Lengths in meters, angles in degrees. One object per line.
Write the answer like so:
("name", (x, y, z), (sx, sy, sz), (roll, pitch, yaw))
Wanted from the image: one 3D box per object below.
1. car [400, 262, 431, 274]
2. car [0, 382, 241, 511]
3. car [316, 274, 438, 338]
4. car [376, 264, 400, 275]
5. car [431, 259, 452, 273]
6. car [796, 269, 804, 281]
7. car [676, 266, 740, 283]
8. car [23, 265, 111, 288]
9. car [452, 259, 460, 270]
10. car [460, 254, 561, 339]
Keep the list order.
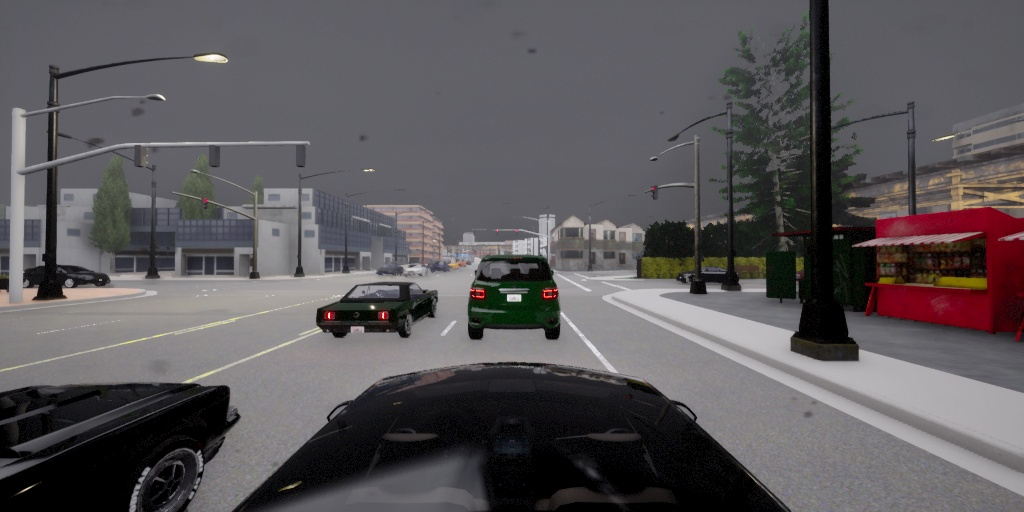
("car", (-10.324, 1.561, 38.544), (1.812, 1.442, 4.674), (0, -1, -4))
("car", (-3.402, 1.351, 1.100), (1.895, 1.301, 4.718), (0, 0, 0))
("car", (-3.438, 1.368, 10.240), (1.895, 1.301, 4.718), (0, 0, 0))
("car", (-14.134, 1.617, 42.102), (2.033, 1.411, 5.357), (0, 0, 0))
("car", (-10.627, 1.513, 52.969), (2.097, 1.767, 4.553), (0, 0, 0))
("car", (23.242, 1.409, 27.045), (4.674, 1.442, 1.812), (0, -1, 1))
("car", (14.745, 1.448, 27.112), (4.181, 1.385, 1.994), (0, -1, 0))
("car", (-29.644, 1.344, 23.742), (4.892, 1.490, 1.837), (0, -1, 1))
("car", (-10.605, 1.628, 62.901), (1.882, 1.535, 5.008), (0, 0, 0))
("car", (0.059, 0.986, 10.224), (2.150, 2.045, 5.566), (0, 0, 0))
